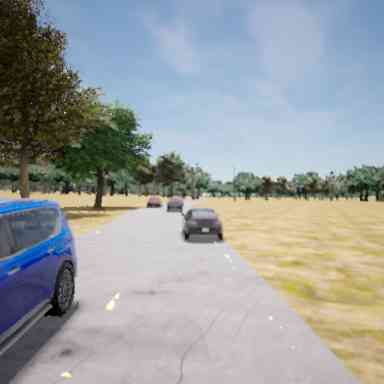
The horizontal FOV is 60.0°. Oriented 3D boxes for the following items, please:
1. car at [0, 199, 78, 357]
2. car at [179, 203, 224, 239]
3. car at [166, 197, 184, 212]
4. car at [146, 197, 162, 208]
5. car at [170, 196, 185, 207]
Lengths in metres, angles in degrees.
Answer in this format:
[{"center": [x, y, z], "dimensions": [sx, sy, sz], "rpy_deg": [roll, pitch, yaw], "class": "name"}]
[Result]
[{"center": [-3.208, 1.183, 4.166], "dimensions": [2.150, 2.045, 5.566], "rpy_deg": [-1, 1, -1], "class": "car"}, {"center": [0.455, 1.505, 16.930], "dimensions": [1.812, 1.442, 4.674], "rpy_deg": [1, 0, -4], "class": "car"}, {"center": [-2.036, 1.492, 39.564], "dimensions": [2.128, 1.511, 4.902], "rpy_deg": [0, 0, -3], "class": "car"}, {"center": [-5.402, 1.489, 48.032], "dimensions": [1.882, 1.535, 5.008], "rpy_deg": [0, 0, 1], "class": "car"}, {"center": [-2.276, 1.491, 53.353], "dimensions": [1.882, 1.535, 5.008], "rpy_deg": [0, 0, 3], "class": "car"}]
